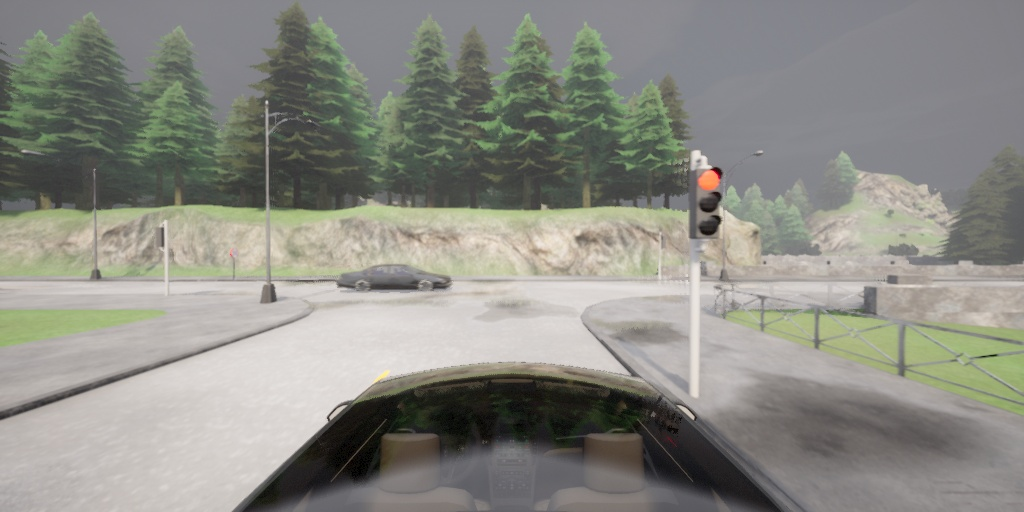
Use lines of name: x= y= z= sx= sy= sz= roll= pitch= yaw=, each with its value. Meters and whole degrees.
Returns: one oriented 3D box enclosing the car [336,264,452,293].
car: x=-5.746 y=1.101 z=17.849 sx=5.357 sy=1.411 sz=2.033 roll=0 pitch=1 yaw=0
